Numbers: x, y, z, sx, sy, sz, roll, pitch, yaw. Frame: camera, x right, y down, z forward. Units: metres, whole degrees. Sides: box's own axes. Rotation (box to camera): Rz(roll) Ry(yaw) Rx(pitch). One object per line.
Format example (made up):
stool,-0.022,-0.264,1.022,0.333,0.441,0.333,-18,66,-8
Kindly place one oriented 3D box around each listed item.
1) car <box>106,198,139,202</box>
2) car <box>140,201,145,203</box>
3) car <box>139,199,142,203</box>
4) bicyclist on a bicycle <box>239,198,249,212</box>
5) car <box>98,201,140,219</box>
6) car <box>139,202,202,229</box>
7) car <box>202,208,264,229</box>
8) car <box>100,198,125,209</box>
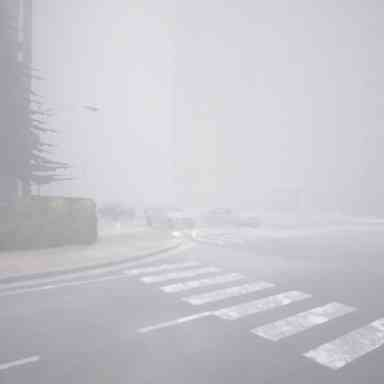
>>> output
car,-8.623,1.713,39.024,2.033,1.411,5.357,0,0,-35
car,-2.627,1.766,30.575,1.895,1.301,4.718,0,0,-35
car,-9.162,1.694,51.989,1.882,1.535,5.008,0,0,-35
bicyclist on a bicycle,6.083,1.551,39.001,1.656,1.620,0.582,0,0,-35
car,-6.909,1.742,30.556,1.895,1.301,4.718,0,0,-35
car,-1.623,1.666,23.142,1.812,1.442,4.674,0,0,-35
car,2.693,1.766,23.115,1.895,1.301,4.718,0,0,-36
car,-11.884,1.669,49.778,1.882,1.535,5.008,0,0,-35
